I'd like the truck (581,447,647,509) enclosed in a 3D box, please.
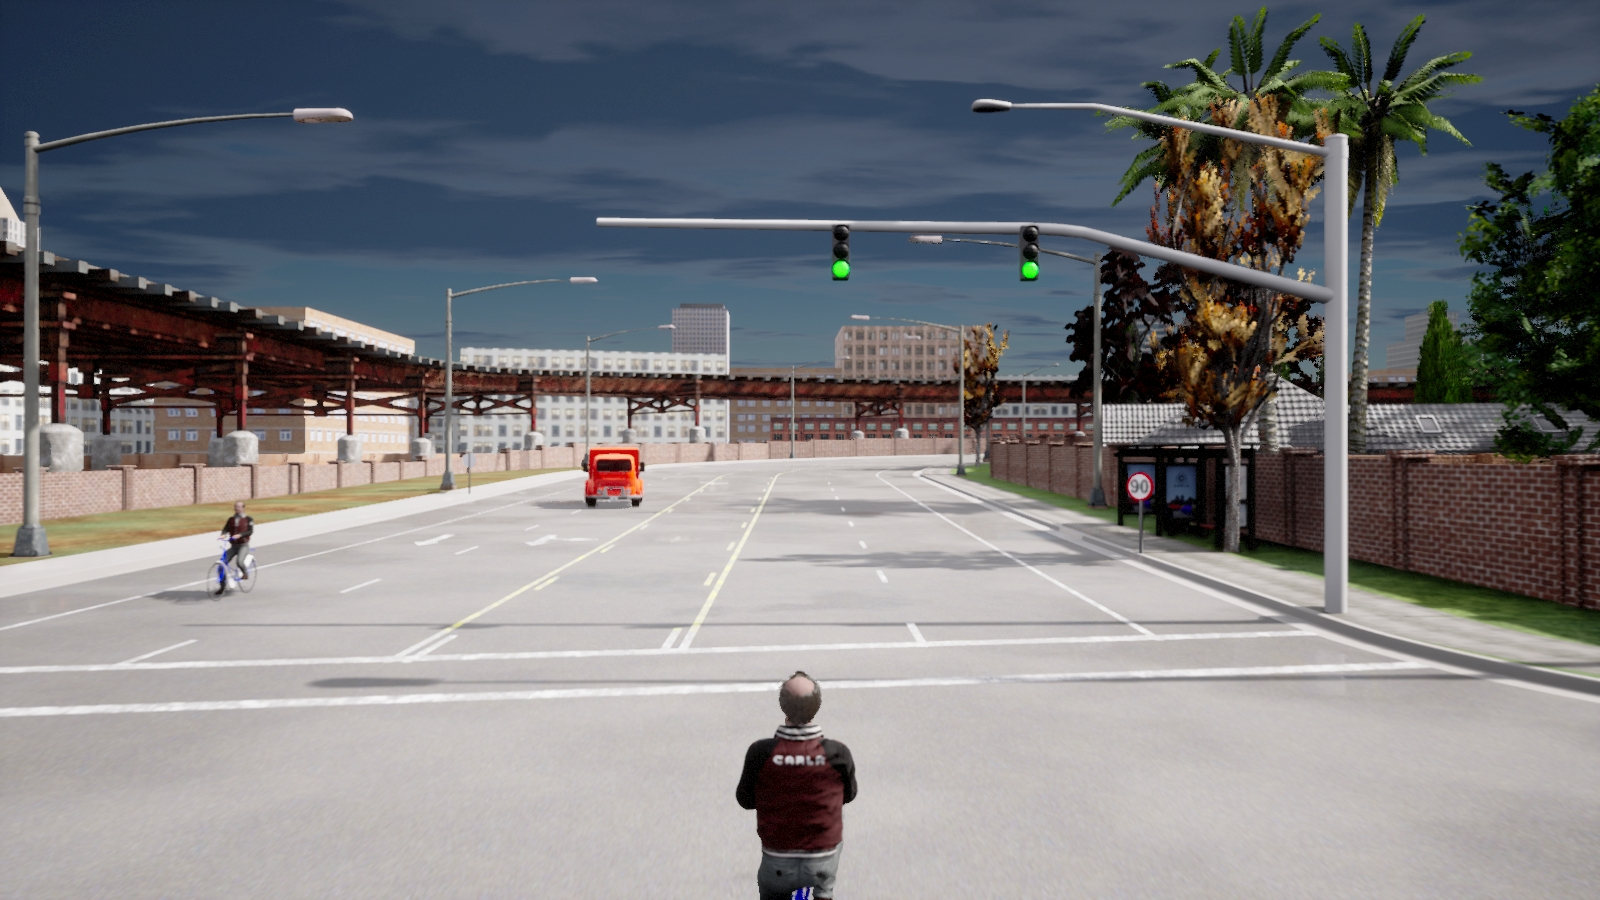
[{"bbox_3d":[-7.885,1.132,48.495,2.627,2.467,5.204,0,0,-9],"label":"truck"}]

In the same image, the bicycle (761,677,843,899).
[{"bbox_3d":[0.013,2.035,5.536,0.329,1.496,1.835,0,0,0],"label":"bicycle"}]

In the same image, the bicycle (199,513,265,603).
[{"bbox_3d":[-10.488,1.961,21.148,0.329,1.496,1.835,0,0,0],"label":"bicycle"}]
